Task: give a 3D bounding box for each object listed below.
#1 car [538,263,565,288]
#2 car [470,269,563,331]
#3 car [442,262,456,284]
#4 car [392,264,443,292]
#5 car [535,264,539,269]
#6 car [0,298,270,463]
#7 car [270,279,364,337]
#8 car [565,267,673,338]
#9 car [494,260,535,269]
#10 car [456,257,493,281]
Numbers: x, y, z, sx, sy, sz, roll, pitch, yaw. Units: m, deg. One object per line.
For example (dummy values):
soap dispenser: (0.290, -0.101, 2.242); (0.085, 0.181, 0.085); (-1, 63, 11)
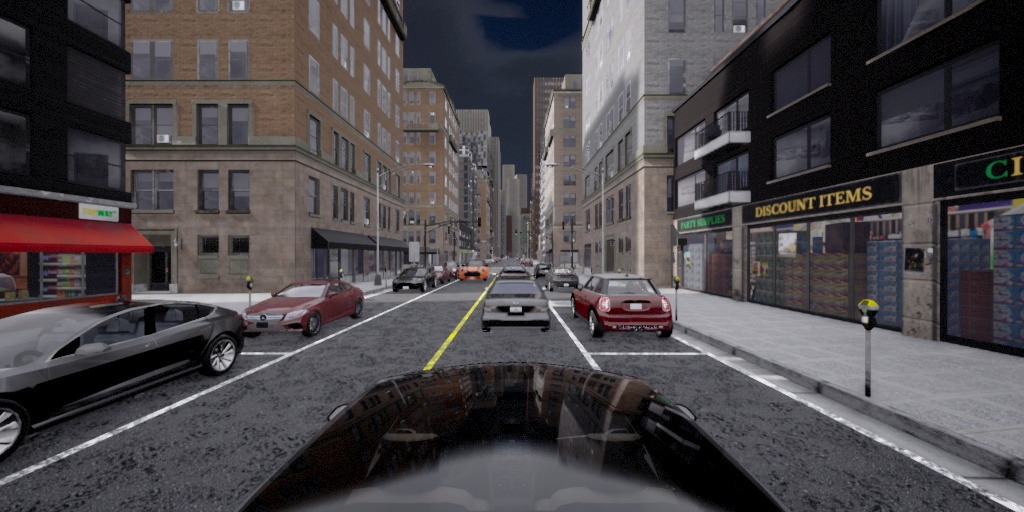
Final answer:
car: (2.884, 1.298, 21.213); (2.007, 1.370, 4.403); (0, 0, 0)
car: (0.108, 1.296, 10.926); (2.033, 1.411, 5.357); (0, 0, 0)
car: (-5.633, 1.330, 26.727); (1.802, 1.307, 4.207); (0, 0, 0)
car: (-5.641, 1.314, 21.226); (1.948, 1.339, 4.313); (0, 0, 0)
car: (2.901, 1.315, 32.215); (1.948, 1.339, 4.313); (0, 0, 0)
car: (-5.667, 1.315, 4.722); (1.948, 1.339, 4.313); (0, 0, 0)
car: (-5.658, 1.331, 10.224); (1.802, 1.307, 4.207); (0, 0, 0)
car: (2.867, 1.188, 10.210); (1.967, 1.591, 4.097); (0, 0, 0)
car: (0.130, 1.241, 23.014); (2.128, 1.511, 4.902); (0, 0, 0)
car: (-2.998, 1.100, 29.332); (2.097, 1.767, 4.553); (0, 0, 1)
